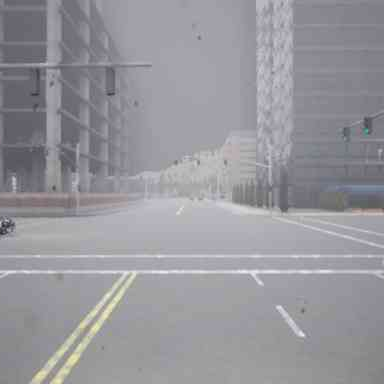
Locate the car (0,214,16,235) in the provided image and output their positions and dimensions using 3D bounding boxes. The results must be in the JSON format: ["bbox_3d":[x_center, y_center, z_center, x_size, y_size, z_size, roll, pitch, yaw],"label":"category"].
[{"bbox_3d":[-12.138,1.484,18.069,4.553,1.767,2.097,0,-1,-1],"label":"car"}]
